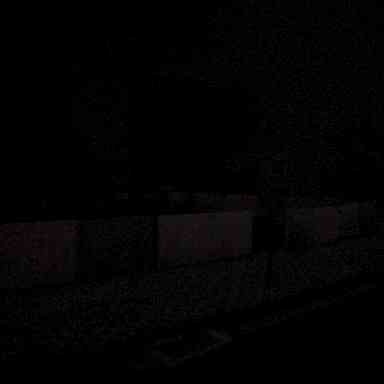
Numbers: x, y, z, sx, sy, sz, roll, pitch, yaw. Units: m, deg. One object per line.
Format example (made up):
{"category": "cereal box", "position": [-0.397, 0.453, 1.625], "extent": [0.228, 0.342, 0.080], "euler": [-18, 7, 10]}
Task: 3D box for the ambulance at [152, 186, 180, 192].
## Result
{"category": "ambulance", "position": [-3.378, 0.405, 45.885], "extent": [2.351, 2.431, 6.366], "euler": [1, 0, -36]}
